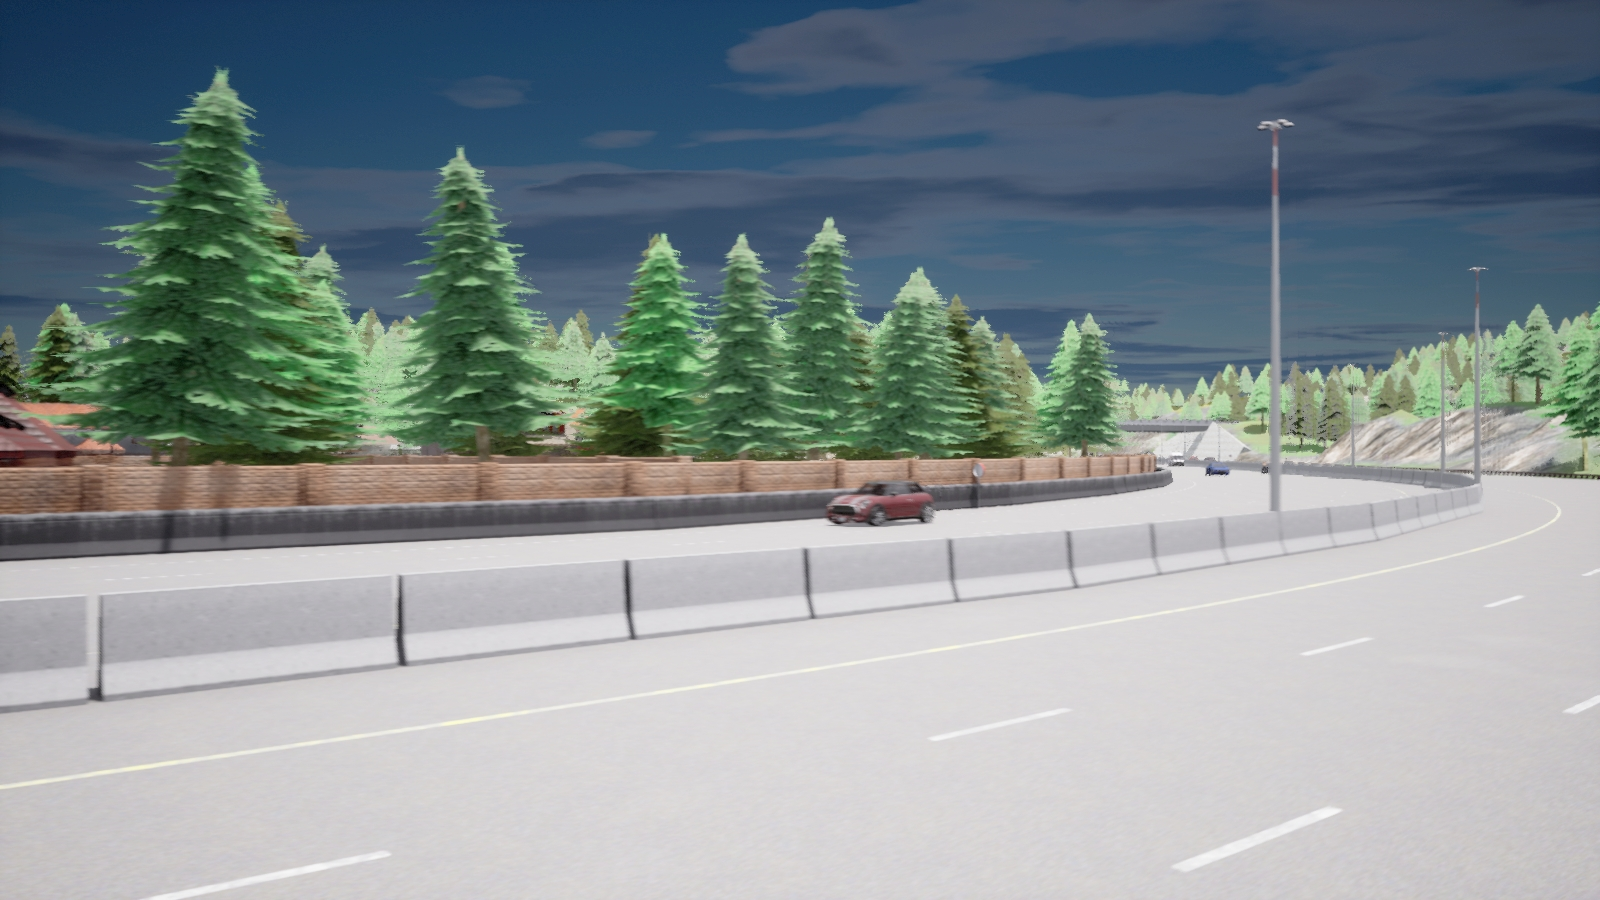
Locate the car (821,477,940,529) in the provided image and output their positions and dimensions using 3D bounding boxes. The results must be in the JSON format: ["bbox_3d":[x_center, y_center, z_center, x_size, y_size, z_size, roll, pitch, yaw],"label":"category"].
[{"bbox_3d":[3.107,1.954,43.561,2.097,1.767,4.553,0,0,44],"label":"car"}]
